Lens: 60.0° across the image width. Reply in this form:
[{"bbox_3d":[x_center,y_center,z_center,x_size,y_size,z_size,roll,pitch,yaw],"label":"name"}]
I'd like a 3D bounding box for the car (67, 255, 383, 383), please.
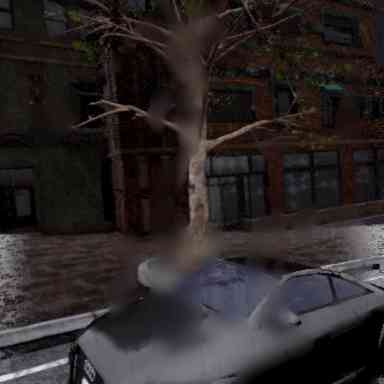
[{"bbox_3d":[0.748,1.543,3.996,4.181,1.385,1.994,0,0,-33],"label":"car"}]
